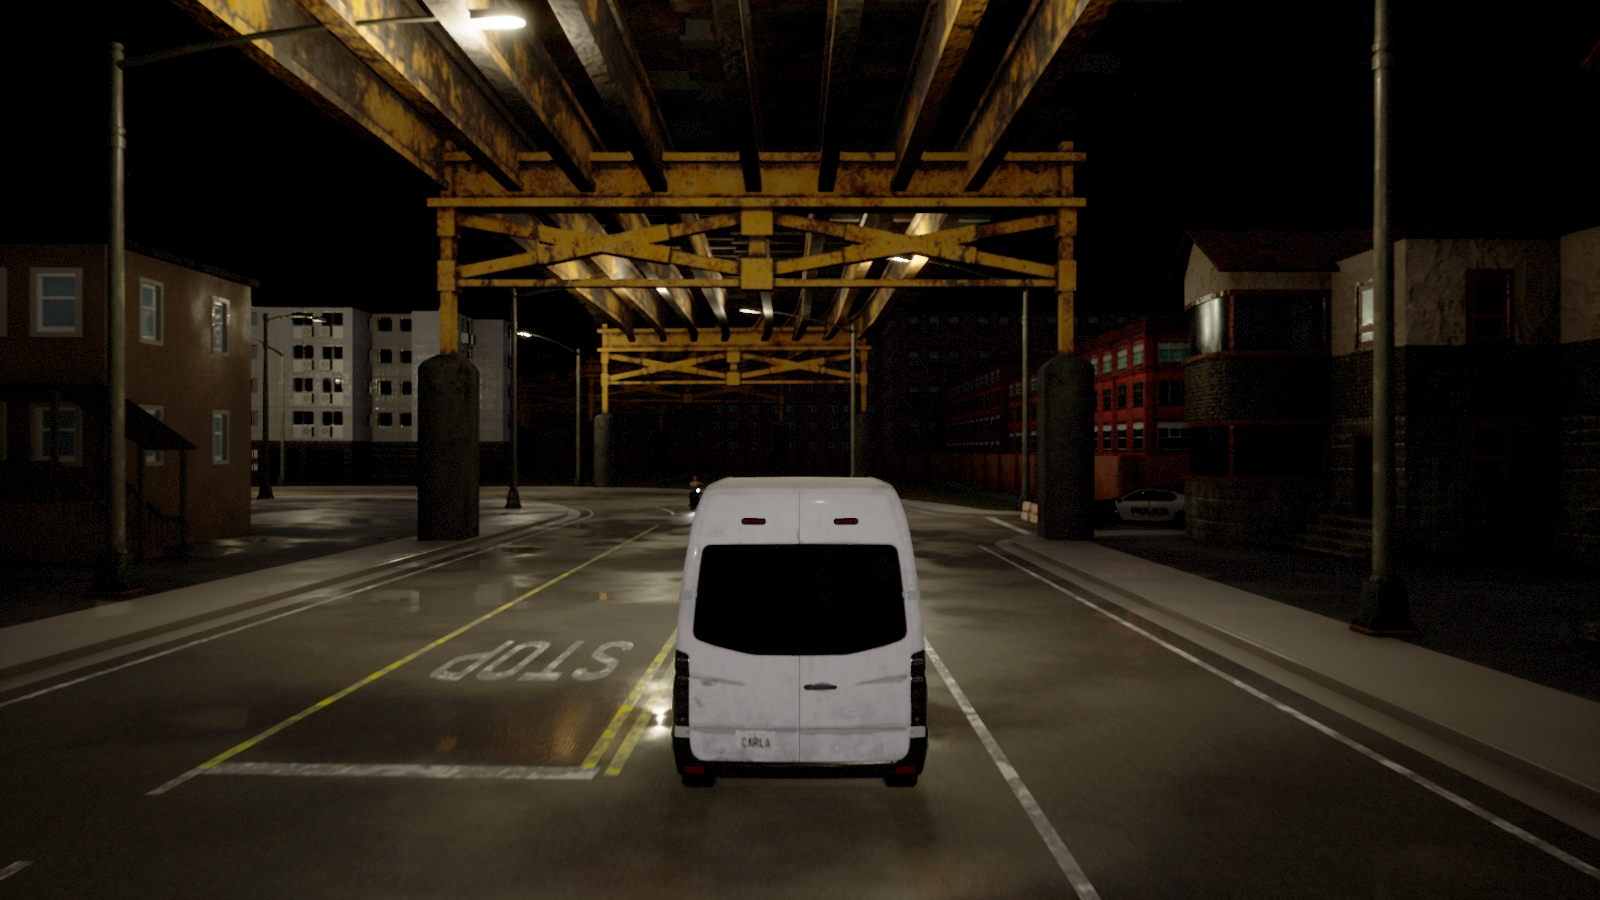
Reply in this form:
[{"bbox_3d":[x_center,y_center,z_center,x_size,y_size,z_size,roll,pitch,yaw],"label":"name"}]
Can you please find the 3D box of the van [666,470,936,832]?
[{"bbox_3d":[0.011,1.535,11.370,1.988,2.561,5.915,0,0,0],"label":"van"}]
